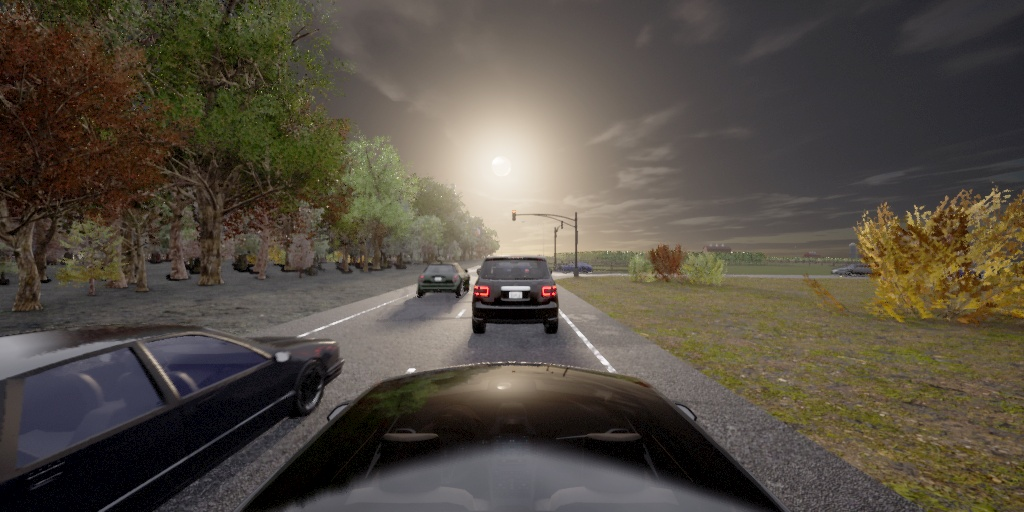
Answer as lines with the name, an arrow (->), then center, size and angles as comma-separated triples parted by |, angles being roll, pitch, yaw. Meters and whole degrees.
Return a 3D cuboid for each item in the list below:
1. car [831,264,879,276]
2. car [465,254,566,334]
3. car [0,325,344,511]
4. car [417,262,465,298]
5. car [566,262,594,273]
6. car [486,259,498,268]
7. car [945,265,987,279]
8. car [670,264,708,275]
car -> 42.046, 1.759, 44.046 | 4.902, 1.511, 2.128 | 1, -1, 0
car -> 0.081, 0.974, 10.776 | 2.150, 2.045, 5.566 | 0, 0, 0
car -> -3.402, 1.298, 2.842 | 2.033, 1.411, 5.357 | 0, 0, 0
car -> -3.432, 1.105, 18.800 | 2.097, 1.767, 4.553 | 0, 0, 0
car -> 7.952, 1.441, 45.418 | 4.674, 1.442, 1.812 | 1, -1, 18
car -> -3.514, 1.280, 62.609 | 1.812, 1.442, 4.674 | 0, 0, 0
car -> 50.304, 1.775, 40.411 | 5.008, 1.535, 1.882 | 1, -1, 1
car -> 22.127, 1.650, 44.116 | 4.718, 1.301, 1.895 | 1, -1, 0
